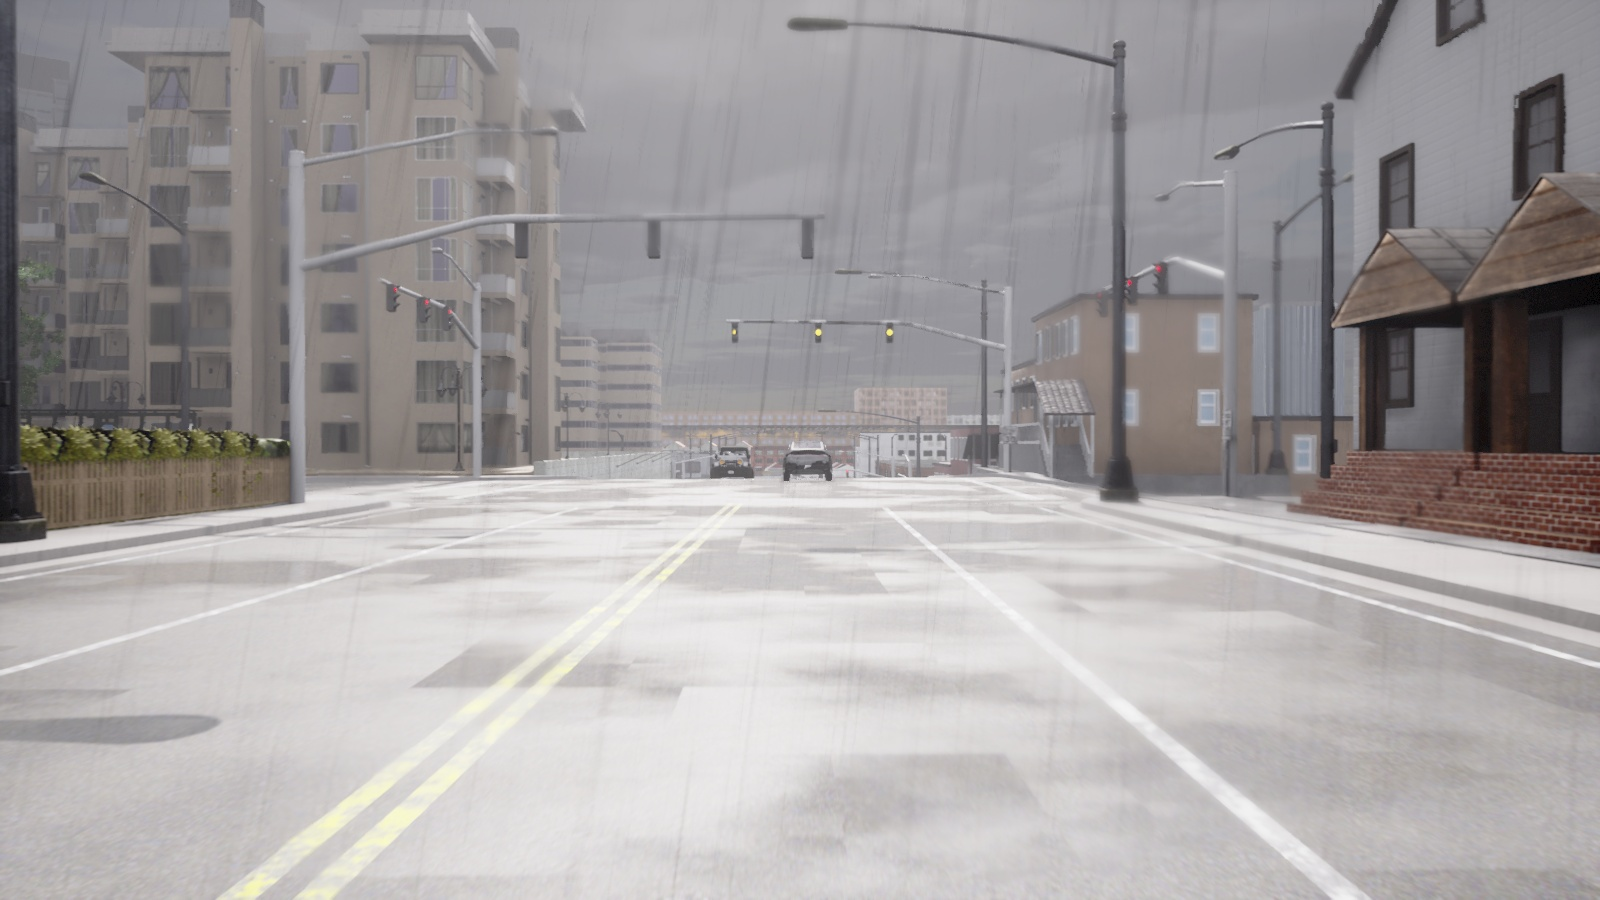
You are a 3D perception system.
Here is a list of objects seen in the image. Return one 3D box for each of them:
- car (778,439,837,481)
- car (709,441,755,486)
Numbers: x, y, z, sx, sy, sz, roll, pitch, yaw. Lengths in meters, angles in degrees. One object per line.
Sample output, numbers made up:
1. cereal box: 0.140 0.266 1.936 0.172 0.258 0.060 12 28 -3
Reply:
1. car: 0.291 0.362 48.224 2.128 1.511 4.902 0 0 0
2. car: -3.148 0.678 58.744 1.905 1.878 3.866 0 -4 0
